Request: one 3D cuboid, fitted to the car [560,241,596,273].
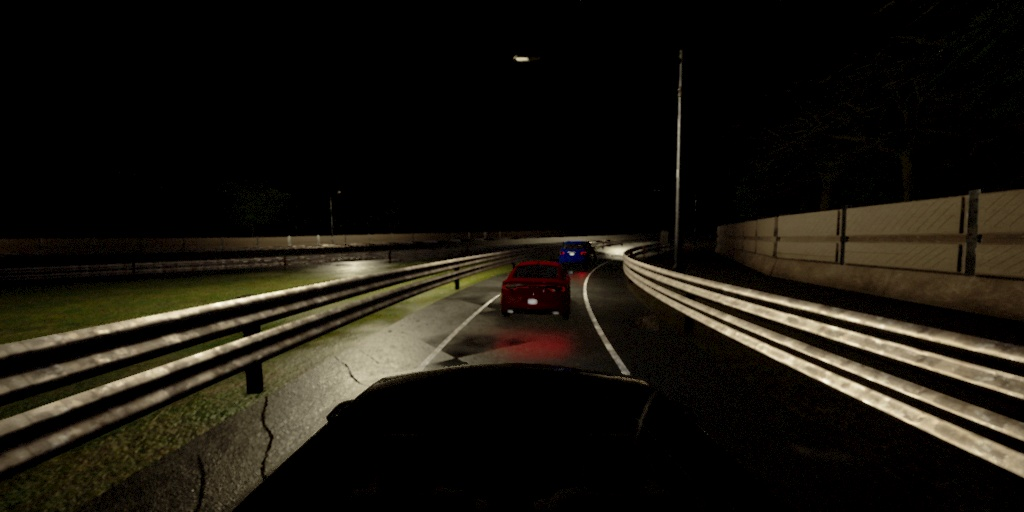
[{"bbox_3d":[5.302,-0.176,28.544,2.150,2.045,5.566,1,4,20],"label":"car"}]

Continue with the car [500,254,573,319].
[{"bbox_3d":[0.901,0.892,11.412,1.882,1.535,5.008,0,2,9],"label":"car"}]
